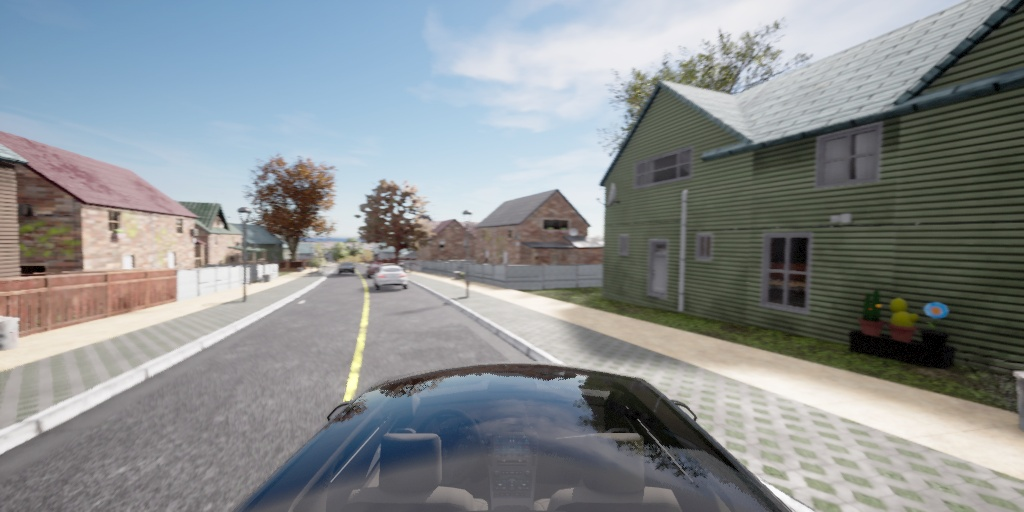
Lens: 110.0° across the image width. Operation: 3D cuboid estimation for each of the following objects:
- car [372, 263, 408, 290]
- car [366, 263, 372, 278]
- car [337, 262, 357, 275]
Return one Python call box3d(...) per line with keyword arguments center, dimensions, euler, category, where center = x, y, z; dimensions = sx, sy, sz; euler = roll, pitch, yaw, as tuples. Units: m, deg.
box3d(center=(-7.874, 1.338, 23.197), dimensions=(1.812, 1.442, 4.674), euler=(0, 0, -23), category="car")
box3d(center=(-13.652, 1.418, 36.333), dimensions=(1.812, 1.442, 4.674), euler=(0, 0, -24), category="car")
box3d(center=(-20.026, 1.480, 43.491), dimensions=(1.837, 1.490, 4.892), euler=(0, 0, -25), category="car")
